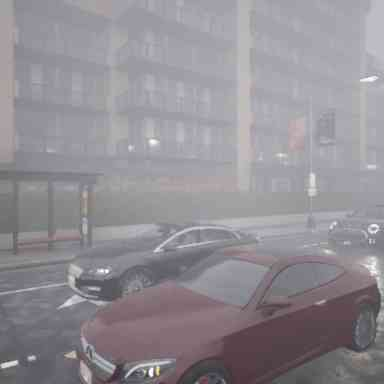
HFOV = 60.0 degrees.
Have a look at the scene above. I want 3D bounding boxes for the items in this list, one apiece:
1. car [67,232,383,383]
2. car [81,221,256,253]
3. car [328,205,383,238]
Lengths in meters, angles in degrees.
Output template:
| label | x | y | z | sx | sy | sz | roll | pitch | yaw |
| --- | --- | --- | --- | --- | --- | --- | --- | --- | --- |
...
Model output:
| label | x | y | z | sx | sy | sz | roll | pitch | yaw |
| --- | --- | --- | --- | --- | --- | --- | --- | --- | --- |
| car | 0.852 | 1.523 | 4.619 | 4.674 | 1.442 | 1.812 | 0 | 0 | -36 |
| car | -0.397 | 1.490 | 8.039 | 4.902 | 1.511 | 2.128 | 0 | 0 | -36 |
| car | 7.693 | 1.341 | 13.883 | 4.553 | 1.767 | 2.097 | 0 | 0 | -36 |
